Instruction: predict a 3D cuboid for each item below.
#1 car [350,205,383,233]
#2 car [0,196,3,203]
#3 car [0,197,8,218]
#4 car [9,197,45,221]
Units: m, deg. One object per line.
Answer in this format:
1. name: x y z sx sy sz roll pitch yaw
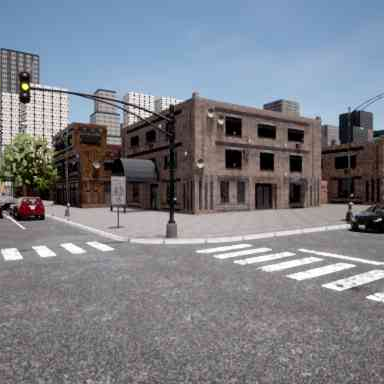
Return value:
1. car: 10.379 1.357 17.922 4.313 1.339 1.947 -1 1 -33
2. car: -40.741 1.613 69.506 1.752 1.417 4.829 0 0 -33
3. car: -18.231 1.509 30.066 2.128 1.511 4.902 0 0 -33
4. car: -13.575 1.329 27.651 2.192 1.841 5.009 0 0 -33
